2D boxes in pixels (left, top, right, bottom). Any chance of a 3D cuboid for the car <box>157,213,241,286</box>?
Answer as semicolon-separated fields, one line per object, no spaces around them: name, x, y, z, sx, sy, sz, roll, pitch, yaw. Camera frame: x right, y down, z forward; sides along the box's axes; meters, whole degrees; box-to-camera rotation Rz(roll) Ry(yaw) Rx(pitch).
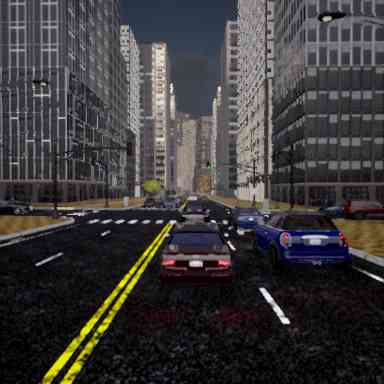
car;0.126;1.581;9.571;2.033;1.411;5.357;0;0;1

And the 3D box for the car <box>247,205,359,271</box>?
car;3.380;1.390;11.228;2.097;1.767;4.553;0;0;0

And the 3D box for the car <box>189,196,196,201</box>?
car;0.254;1.860;92.677;1.895;1.301;4.718;0;0;0

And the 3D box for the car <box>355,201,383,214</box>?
car;21.916;1.793;38.791;4.829;1.417;1.752;1;0;1

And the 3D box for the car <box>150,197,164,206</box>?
car;-6.391;1.738;61.911;2.033;1.411;5.357;0;0;0

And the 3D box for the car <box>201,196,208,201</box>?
car;3.505;1.765;92.993;1.837;1.490;4.892;0;0;0

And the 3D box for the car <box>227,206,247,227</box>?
car;3.406;1.620;21.573;2.033;1.411;5.357;0;0;0

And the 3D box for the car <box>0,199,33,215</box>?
car;-18.736;1.470;33.780;4.902;1.511;2.128;1;1;1

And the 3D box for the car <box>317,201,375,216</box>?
car;16.731;1.802;36.294;5.357;1.411;2.033;1;1;1

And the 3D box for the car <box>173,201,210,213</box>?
car;0.142;1.563;21.085;2.128;1.511;4.902;0;0;0

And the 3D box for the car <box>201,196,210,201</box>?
car;3.478;1.839;83.174;1.895;1.301;4.718;0;0;0

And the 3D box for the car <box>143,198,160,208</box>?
car;-6.451;1.669;52.032;1.837;1.490;4.892;0;0;0

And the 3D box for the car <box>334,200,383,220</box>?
car;16.284;1.637;30.521;5.009;1.841;2.192;1;0;1

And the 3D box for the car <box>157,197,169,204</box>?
car;-6.302;1.758;72.581;2.033;1.411;5.357;0;0;0

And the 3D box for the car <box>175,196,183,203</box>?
car;-3.033;1.734;79.163;1.837;1.490;4.892;0;0;0

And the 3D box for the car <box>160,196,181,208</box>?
car;-3.184;1.511;50.189;2.097;1.767;4.553;0;0;-1

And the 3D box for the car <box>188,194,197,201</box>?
car;0.226;1.467;82.343;2.150;2.045;5.566;0;0;0
